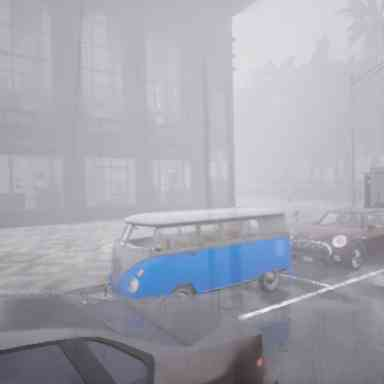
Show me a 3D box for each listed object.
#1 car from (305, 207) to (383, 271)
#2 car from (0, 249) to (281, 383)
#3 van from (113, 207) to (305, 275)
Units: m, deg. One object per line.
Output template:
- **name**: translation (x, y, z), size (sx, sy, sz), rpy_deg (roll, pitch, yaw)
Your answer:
- **car**: translation (4.710, 1.233, 10.055), size (4.097, 1.590, 1.967), rpy_deg (-2, 1, -36)
- **car**: translation (-1.787, 1.559, 2.095), size (5.357, 1.411, 2.033), rpy_deg (-2, 1, -36)
- **van**: translation (0.305, 1.255, 6.886), size (3.998, 1.788, 1.690), rpy_deg (-2, 1, -36)
